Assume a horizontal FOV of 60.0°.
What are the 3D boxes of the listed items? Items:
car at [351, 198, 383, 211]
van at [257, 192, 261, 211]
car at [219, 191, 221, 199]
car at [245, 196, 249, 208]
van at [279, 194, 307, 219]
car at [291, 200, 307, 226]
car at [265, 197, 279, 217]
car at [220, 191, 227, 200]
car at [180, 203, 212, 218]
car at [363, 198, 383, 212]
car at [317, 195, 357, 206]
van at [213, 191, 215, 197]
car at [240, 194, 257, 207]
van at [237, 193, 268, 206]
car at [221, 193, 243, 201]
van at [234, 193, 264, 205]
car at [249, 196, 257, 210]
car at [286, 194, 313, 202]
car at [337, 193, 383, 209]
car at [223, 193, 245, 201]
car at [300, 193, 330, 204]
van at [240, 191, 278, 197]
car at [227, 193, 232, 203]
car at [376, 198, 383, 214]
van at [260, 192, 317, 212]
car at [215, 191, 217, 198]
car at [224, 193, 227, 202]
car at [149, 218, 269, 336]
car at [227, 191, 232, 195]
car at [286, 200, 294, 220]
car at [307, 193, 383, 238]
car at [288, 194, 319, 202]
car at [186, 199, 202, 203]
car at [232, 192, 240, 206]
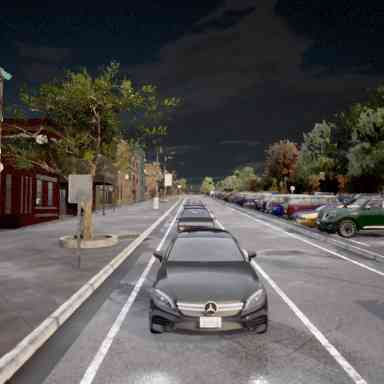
[{"bbox_3d":[22.213,1.452,40.276,4.792,1.488,2.163,0,0,0],"label":"car"},{"bbox_3d":[9.268,1.222,33.920,4.442,1.987,1.878,0,0,0],"label":"van"},{"bbox_3d":[8.875,0.938,67.562,5.566,2.045,2.435,0,1,0],"label":"car"},{"bbox_3d":[9.107,1.466,39.531,4.674,1.452,2.002,0,0,0],"label":"car"},{"bbox_3d":[9.330,1.237,25.509,4.442,1.987,1.878,0,0,0],"label":"van"},{"bbox_3d":[9.069,1.466,19.900,5.366,1.575,1.946,0,0,0],"label":"car"},{"bbox_3d":[9.187,1.460,28.311,5.008,1.535,2.097,0,0,0],"label":"car"},{"bbox_3d":[8.896,0.963,64.759,5.566,2.045,2.435,0,1,0],"label":"car"},{"bbox_3d":[0.189,1.532,17.469,2.033,1.411,5.357,0,0,0],"label":"car"},{"bbox_3d":[22.175,1.469,37.493,4.792,1.488,2.163,0,0,0],"label":"car"},{"bbox_3d":[22.289,1.332,51.379,5.366,1.575,1.946,0,1,0],"label":"car"},{"bbox_3d":[8.621,0.764,89.986,4.442,1.987,1.878,0,1,0],"label":"van"},{"bbox_3d":[9.096,1.409,42.334,4.892,1.521,2.231,0,0,0],"label":"car"},{"bbox_3d":[9.144,1.114,50.745,4.442,1.987,1.878,0,1,0],"label":"van"},{"bbox_3d":[8.831,1.014,73.170,4.553,1.767,2.185,0,1,0],"label":"car"},{"bbox_3d":[9.123,1.089,53.548,4.442,1.987,1.878,0,1,0],"label":"van"},{"bbox_3d":[9.160,1.470,36.723,4.792,1.488,2.163,0,0,0],"label":"car"},{"bbox_3d":[21.986,1.188,68.033,4.892,1.521,2.231,0,1,0],"label":"car"},{"bbox_3d":[22.136,1.153,43.048,5.566,2.045,2.435,0,0,0],"label":"car"},{"bbox_3d":[8.852,1.039,70.366,4.553,1.767,2.185,0,1,0],"label":"car"},{"bbox_3d":[22.072,1.136,59.705,4.553,1.767,2.185,0,1,0],"label":"car"},{"bbox_3d":[9.185,1.163,45.141,4.442,1.987,1.878,0,0,0],"label":"van"},{"bbox_3d":[8.980,1.290,56.352,4.892,1.521,2.231,0,1,0],"label":"car"},{"bbox_3d":[22.410,1.444,34.722,5.366,1.575,1.946,0,0,0],"label":"car"},{"bbox_3d":[9.055,1.230,31.117,4.442,1.987,1.878,0,0,0],"label":"van"},{"bbox_3d":[8.795,1.065,81.580,5.008,1.535,2.097,0,1,0],"label":"car"},{"bbox_3d":[8.942,1.279,61.959,4.674,1.452,2.002,0,1,0],"label":"car"},{"bbox_3d":[0.251,1.524,6.890,1.812,1.442,4.674,0,0,0],"label":"car"},{"bbox_3d":[8.997,1.139,59.154,4.553,1.767,2.185,0,1,0],"label":"car"},{"bbox_3d":[9.237,1.506,22.705,4.674,1.452,2.002,0,0,0],"label":"car"},{"bbox_3d":[9.247,1.221,17.098,5.566,2.045,2.435,0,0,0],"label":"car"},{"bbox_3d":[21.815,1.209,65.255,5.366,1.575,1.946,0,0,0],"label":"car"},{"bbox_3d":[0.211,1.442,30.034,2.128,1.511,4.902,0,0,0],"label":"car"},{"bbox_3d":[9.020,1.113,47.940,5.566,2.045,2.435,0,1,0],"label":"car"}]
